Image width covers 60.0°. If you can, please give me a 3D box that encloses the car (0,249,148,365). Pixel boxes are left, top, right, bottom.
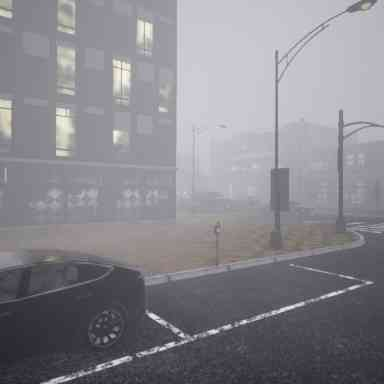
[{"bbox_3d":[-2.707,1.566,4.623,4.313,1.339,1.947,0,0,-36],"label":"car"}]

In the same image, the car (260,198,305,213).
[{"bbox_3d":[9.252,1.340,34.222,1.802,1.307,4.206,1,0,-36],"label":"car"}]

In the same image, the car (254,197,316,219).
[{"bbox_3d":[7.598,1.318,26.690,1.812,1.442,4.674,0,1,-36],"label":"car"}]

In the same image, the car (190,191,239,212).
[{"bbox_3d":[1.843,0.894,34.512,2.150,2.045,5.566,0,1,-36],"label":"car"}]

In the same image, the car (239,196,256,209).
[{"bbox_3d":[5.966,1.130,38.690,1.967,1.590,4.097,1,0,-36],"label":"car"}]

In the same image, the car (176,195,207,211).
[{"bbox_3d":[-0.785,1.231,33.721,1.802,1.307,4.206,1,0,-36],"label":"car"}]

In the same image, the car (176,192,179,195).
[{"bbox_3d":[-0.611,1.101,47.622,2.008,1.369,4.403,1,0,-36],"label":"car"}]

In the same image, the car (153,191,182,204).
[{"bbox_3d":[-3.893,0.793,52.088,2.192,1.841,5.009,1,0,-36],"label":"car"}]
